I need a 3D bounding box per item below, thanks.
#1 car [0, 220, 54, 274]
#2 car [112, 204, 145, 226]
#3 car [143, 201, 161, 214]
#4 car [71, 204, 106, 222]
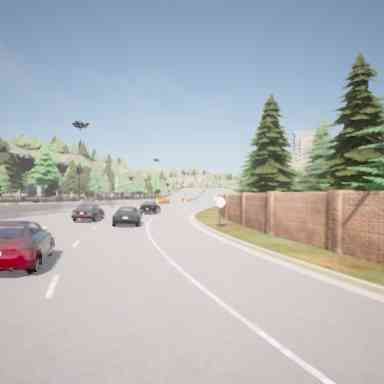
[{"bbox_3d":[-5.589,1.572,10.434,1.994,1.385,4.181,1,-1,-15],"label":"car"},{"bbox_3d":[-4.835,1.768,25.011,1.994,1.385,4.181,1,-1,-7],"label":"car"},{"bbox_3d":[-5.076,1.879,41.559,1.882,1.535,5.008,1,0,4],"label":"car"},{"bbox_3d":[-8.690,1.706,28.198,2.033,1.411,5.357,1,-1,-4],"label":"car"}]
